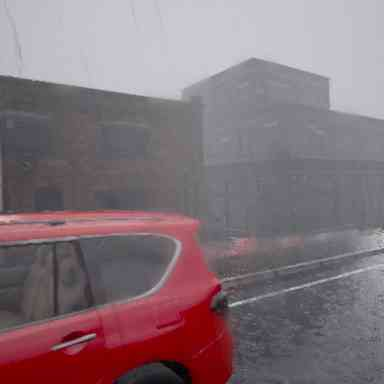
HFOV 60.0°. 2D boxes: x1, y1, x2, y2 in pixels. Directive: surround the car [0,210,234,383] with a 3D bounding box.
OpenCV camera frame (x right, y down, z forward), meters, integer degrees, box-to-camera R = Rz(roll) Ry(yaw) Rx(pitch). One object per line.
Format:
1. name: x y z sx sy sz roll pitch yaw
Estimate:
1. car: -2.200 1.222 2.423 5.566 2.045 2.150 0 0 -35
